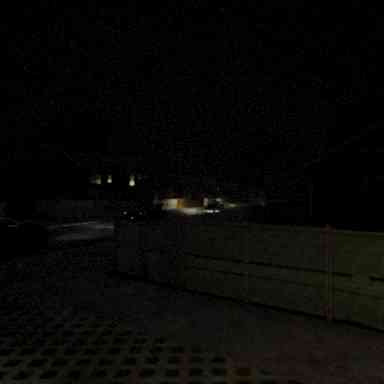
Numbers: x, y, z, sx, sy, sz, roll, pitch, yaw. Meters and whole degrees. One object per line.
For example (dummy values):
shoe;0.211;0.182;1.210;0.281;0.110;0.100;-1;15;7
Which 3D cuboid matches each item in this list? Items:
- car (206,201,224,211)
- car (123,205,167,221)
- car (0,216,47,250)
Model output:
car;3.601;2.044;50.806;2.033;1.411;5.357;1;0;17
car;-4.018;1.817;28.982;1.895;1.301;4.718;1;0;21
car;-7.775;1.603;12.671;2.128;1.511;4.902;1;0;20
